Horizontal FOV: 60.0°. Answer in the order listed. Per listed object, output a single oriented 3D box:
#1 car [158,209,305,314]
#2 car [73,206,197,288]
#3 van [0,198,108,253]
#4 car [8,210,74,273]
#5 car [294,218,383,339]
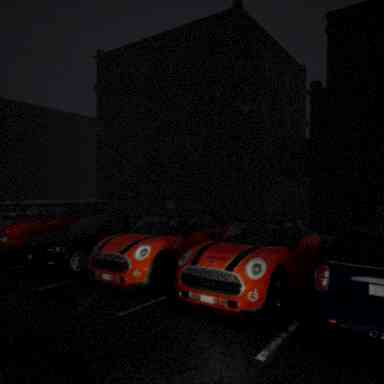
[{"bbox_3d":[1.572,1.356,7.871,2.185,1.767,4.553,0,0,35],"label":"car"},{"bbox_3d":[-0.673,1.358,9.471,2.185,1.767,4.553,0,0,35],"label":"car"},{"bbox_3d":[-5.249,1.265,12.552,1.878,1.987,4.442,0,0,35],"label":"van"},{"bbox_3d":[-2.933,1.487,11.051,2.097,1.535,5.008,0,0,35],"label":"car"},{"bbox_3d":[3.781,1.354,6.219,2.185,1.767,4.553,0,0,35],"label":"car"}]
